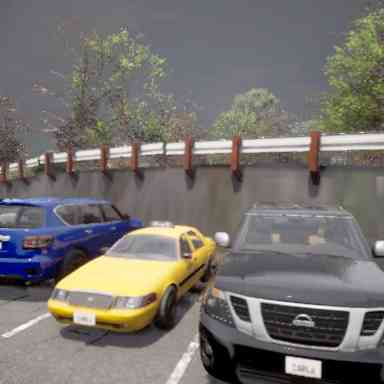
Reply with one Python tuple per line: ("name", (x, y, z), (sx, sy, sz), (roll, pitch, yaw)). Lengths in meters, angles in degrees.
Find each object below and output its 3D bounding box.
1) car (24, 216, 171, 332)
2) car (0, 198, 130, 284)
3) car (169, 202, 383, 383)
("car", (-0.766, 1.446, 7.199), (1.946, 1.575, 5.366), (1, 0, 15))
("car", (-3.169, 1.177, 9.165), (2.435, 2.045, 5.566), (0, 0, 15))
("car", (1.732, 1.222, 5.595), (2.435, 2.045, 5.566), (1, 0, 16))
